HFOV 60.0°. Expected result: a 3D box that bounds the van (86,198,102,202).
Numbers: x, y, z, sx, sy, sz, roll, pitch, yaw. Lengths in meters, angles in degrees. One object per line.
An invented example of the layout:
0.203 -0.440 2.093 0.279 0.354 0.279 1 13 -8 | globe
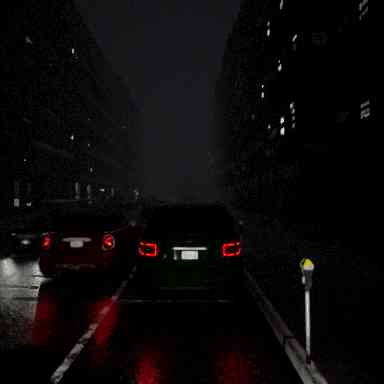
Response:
-8.313 1.368 26.285 1.690 1.788 3.998 1 0 0 | van

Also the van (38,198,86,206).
-8.312 1.359 20.753 1.690 1.788 3.998 2 0 0 | van

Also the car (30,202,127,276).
-2.922 1.357 10.545 2.097 1.767 4.553 0 0 0 | car

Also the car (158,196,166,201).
-8.323 1.847 92.652 1.802 1.307 4.206 1 0 0 | car

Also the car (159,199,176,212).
-2.934 1.583 40.689 1.812 1.442 4.674 0 0 0 | car

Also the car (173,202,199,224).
-0.437 1.572 26.224 1.887 1.381 4.507 1 0 0 | car

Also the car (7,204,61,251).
-5.870 1.501 14.166 2.128 1.511 4.902 0 0 0 | car

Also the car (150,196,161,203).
-8.321 1.725 76.059 1.887 1.381 4.507 1 0 0 | car

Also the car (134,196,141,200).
-8.313 1.379 42.876 2.192 1.841 5.009 1 0 0 | car

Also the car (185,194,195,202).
-0.470 1.521 81.536 2.192 1.841 5.009 1 0 0 | car

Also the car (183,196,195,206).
-0.471 1.553 59.411 1.967 1.590 4.097 1 0 0 | car

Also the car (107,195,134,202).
-8.313 1.365 37.346 2.192 1.841 5.009 1 0 0 | car

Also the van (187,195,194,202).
-0.471 1.575 87.068 1.690 1.788 3.998 1 0 0 | van

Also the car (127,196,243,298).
-0.039 1.233 8.683 2.150 2.045 5.566 0 0 0 | car

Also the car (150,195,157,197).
-8.315 1.471 70.528 2.192 1.841 5.009 1 0 0 | car

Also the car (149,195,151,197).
-8.320 1.660 53.938 1.947 1.339 4.313 1 0 0 | car
